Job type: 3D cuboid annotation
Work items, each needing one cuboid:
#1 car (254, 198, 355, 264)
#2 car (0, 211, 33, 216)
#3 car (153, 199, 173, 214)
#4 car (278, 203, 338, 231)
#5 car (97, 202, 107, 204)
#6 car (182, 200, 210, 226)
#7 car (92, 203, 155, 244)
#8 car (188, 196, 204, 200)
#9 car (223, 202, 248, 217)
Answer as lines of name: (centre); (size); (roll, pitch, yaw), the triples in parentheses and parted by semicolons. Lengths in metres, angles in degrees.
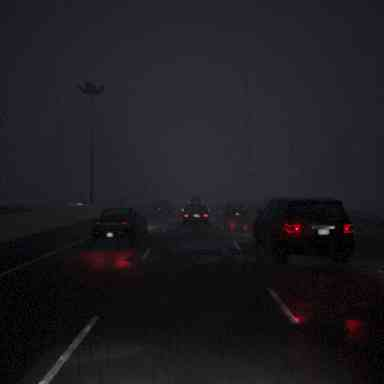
car: (3.689, 1.205, 11.941); (2.150, 2.045, 5.566); (0, 0, 1)
car: (-13.884, 1.624, 24.803); (1.895, 1.301, 4.718); (0, 0, 1)
car: (-3.088, 1.466, 34.487); (1.882, 1.535, 5.008); (0, 0, 1)
car: (7.285, 1.515, 21.523); (2.033, 1.411, 5.357); (0, 0, 1)
car: (-17.221, 1.566, 65.175); (1.994, 1.385, 4.181); (0, 0, -2)
car: (0.282, 1.531, 23.236); (2.033, 1.411, 5.357); (0, 0, 0)
car: (-3.273, 1.491, 15.769); (2.128, 1.511, 4.902); (0, 0, 1)
car: (0.487, 1.326, 42.144); (2.097, 1.767, 4.553); (0, 0, 1)
car: (3.875, 1.573, 30.477); (1.895, 1.301, 4.718); (0, 0, 1)
